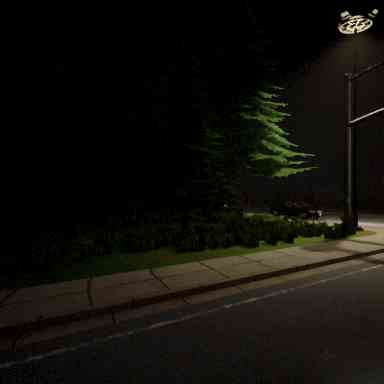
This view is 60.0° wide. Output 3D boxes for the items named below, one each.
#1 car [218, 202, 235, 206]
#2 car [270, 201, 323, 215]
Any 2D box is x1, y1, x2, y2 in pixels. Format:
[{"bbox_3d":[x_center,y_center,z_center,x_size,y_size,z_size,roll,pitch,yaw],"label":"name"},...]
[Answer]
[{"bbox_3d":[3.144,1.379,36.858,2.097,1.767,4.553,0,0,-35],"label":"car"},{"bbox_3d":[8.864,1.518,28.570,2.128,1.511,4.902,0,0,-35],"label":"car"}]
